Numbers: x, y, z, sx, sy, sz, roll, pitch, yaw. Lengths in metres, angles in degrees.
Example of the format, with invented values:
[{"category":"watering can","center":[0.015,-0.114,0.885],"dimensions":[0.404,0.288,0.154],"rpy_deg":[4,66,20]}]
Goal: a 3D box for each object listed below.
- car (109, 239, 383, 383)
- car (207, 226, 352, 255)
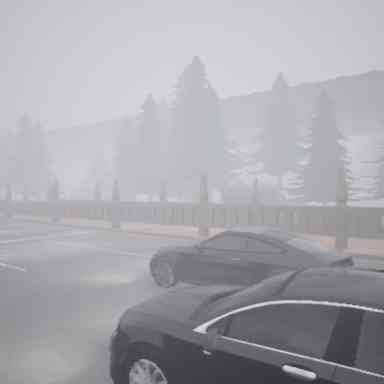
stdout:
[{"category":"car","center":[1.310,1.502,3.065],"dimensions":[4.892,1.490,1.837],"rpy_deg":[0,0,35]},{"category":"car","center":[1.148,1.511,7.480],"dimensions":[4.674,1.442,1.812],"rpy_deg":[0,0,36]}]
